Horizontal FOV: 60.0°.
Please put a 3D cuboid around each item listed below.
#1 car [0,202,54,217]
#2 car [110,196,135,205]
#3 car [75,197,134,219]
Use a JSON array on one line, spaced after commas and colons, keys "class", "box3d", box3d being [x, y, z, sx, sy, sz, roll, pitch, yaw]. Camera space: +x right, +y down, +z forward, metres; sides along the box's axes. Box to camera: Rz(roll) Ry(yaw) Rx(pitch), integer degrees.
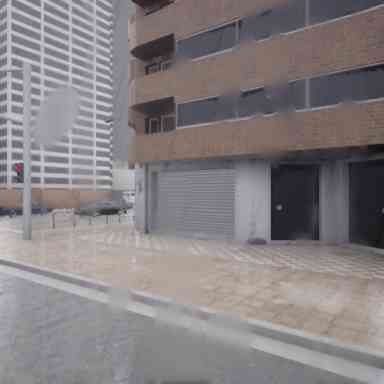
[{"class": "car", "box3d": [-15.559, 1.601, 30.977, 1.895, 1.301, 4.718, 0, 0, 36]}, {"class": "car", "box3d": [-9.403, 1.547, 39.434, 2.033, 1.411, 5.357, 0, 0, 36]}, {"class": "car", "box3d": [-7.894, 1.491, 29.325, 2.128, 1.511, 4.902, 0, 0, 36]}]
